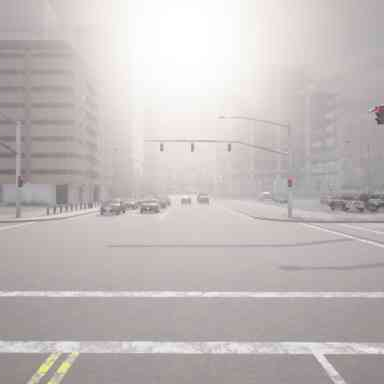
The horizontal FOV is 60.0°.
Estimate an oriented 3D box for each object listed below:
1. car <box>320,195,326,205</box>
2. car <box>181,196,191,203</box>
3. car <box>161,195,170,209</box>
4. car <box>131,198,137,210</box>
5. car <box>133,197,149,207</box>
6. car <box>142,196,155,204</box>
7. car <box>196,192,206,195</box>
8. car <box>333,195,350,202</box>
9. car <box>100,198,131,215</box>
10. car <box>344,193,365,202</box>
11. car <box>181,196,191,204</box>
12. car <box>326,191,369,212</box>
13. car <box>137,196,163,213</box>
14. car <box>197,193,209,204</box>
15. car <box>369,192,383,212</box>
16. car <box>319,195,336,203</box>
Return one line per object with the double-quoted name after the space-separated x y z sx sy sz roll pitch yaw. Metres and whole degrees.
22.103 1.395 53.205 1.970 1.475 3.806 0 0 0 "car"
-1.241 1.542 72.660 2.033 1.411 5.357 0 0 0 "car"
-4.647 1.352 45.988 2.097 1.767 4.553 0 0 -1 "car"
-8.120 1.526 43.370 1.812 1.442 4.674 0 0 0 "car"
-8.205 1.564 53.365 1.994 1.385 4.181 0 0 -1 "car"
-8.241 1.477 63.488 1.882 1.535 5.008 0 0 0 "car"
2.219 1.051 74.446 2.150 2.045 5.566 0 0 0 "car"
30.696 1.364 68.346 1.784 1.438 3.905 0 0 0 "car"
-8.053 1.491 34.221 2.128 1.511 4.902 0 0 0 "car"
33.379 1.153 68.409 1.932 1.855 4.605 0 0 0 "car"
-1.087 1.491 62.925 2.128 1.511 4.902 0 0 0 "car"
16.583 1.153 35.766 1.932 1.855 4.605 0 0 0 "car"
-4.575 1.505 36.845 1.837 1.490 4.892 0 0 0 "car"
2.299 1.477 64.641 1.882 1.535 5.008 0 0 0 "car"
19.478 1.156 35.725 1.905 1.878 3.866 0 0 0 "car"
27.801 1.395 68.333 1.970 1.475 3.806 0 0 0 "car"
